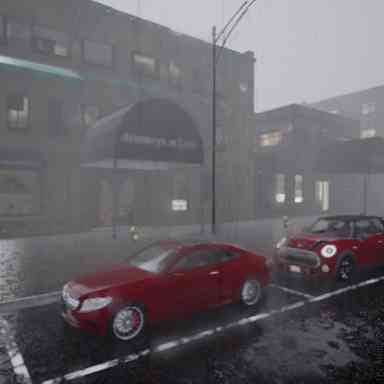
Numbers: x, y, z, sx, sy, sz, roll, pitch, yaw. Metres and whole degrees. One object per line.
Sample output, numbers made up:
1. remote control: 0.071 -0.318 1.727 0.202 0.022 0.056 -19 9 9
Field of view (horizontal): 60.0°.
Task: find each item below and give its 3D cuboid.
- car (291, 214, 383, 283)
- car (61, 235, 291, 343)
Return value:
1. car: 4.245 1.415 9.572 4.097 1.590 1.967 0 1 -35
2. car: -0.262 1.573 6.363 4.206 1.307 1.802 0 1 -35
